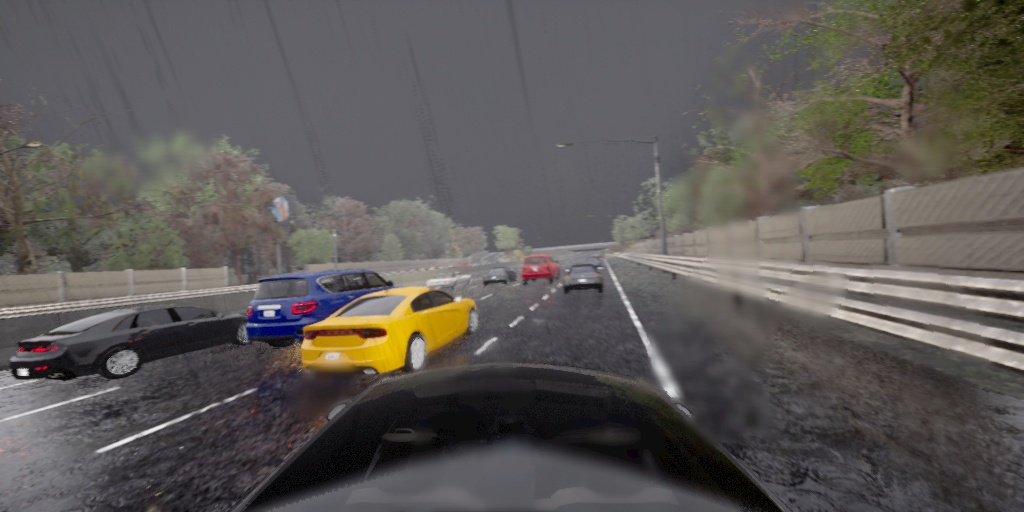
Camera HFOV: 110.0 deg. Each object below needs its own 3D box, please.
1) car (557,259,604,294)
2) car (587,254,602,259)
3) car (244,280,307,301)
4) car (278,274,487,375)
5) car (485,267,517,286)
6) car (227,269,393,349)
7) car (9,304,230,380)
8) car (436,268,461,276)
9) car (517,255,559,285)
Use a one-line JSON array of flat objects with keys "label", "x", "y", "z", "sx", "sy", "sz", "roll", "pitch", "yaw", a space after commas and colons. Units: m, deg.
[{"label": "car", "x": 3.830, "y": 1.111, "z": 19.047, "sx": 1.994, "sy": 1.385, "sz": 4.181, "roll": -5, "pitch": 0, "yaw": 14}, {"label": "car", "x": 9.267, "y": 0.817, "z": 41.030, "sx": 1.994, "sy": 1.385, "sz": 4.181, "roll": -5, "pitch": 0, "yaw": 14}, {"label": "car", "x": -24.186, "y": 3.476, "z": 36.935, "sx": 2.033, "sy": 1.411, "sz": 5.357, "roll": -5, "pitch": 0, "yaw": 14}, {"label": "car", "x": -2.334, "y": 1.454, "z": 8.261, "sx": 1.882, "sy": 1.535, "sz": 5.008, "roll": -5, "pitch": 0, "yaw": 14}, {"label": "car", "x": -0.878, "y": 1.554, "z": 28.649, "sx": 1.994, "sy": 1.385, "sz": 4.181, "roll": -5, "pitch": 0, "yaw": 14}, {"label": "car", "x": -5.209, "y": 1.449, "z": 11.263, "sx": 2.150, "sy": 2.045, "sz": 5.566, "roll": -5, "pitch": 0, "yaw": 14}, {"label": "car", "x": -9.207, "y": 2.046, "z": 9.528, "sx": 1.837, "sy": 1.490, "sz": 4.892, "roll": -5, "pitch": 0, "yaw": 14}, {"label": "car", "x": -4.704, "y": 1.894, "z": 27.698, "sx": 1.895, "sy": 1.301, "sz": 4.718, "roll": -5, "pitch": 0, "yaw": 14}, {"label": "car", "x": 2.202, "y": 0.949, "z": 26.701, "sx": 2.150, "sy": 2.045, "sz": 5.566, "roll": -5, "pitch": 0, "yaw": 14}]
